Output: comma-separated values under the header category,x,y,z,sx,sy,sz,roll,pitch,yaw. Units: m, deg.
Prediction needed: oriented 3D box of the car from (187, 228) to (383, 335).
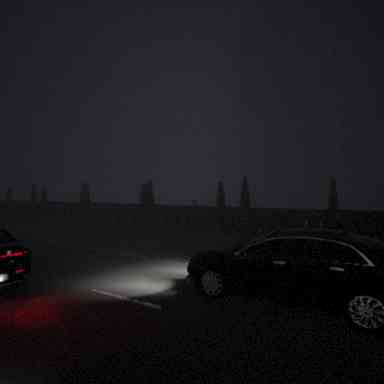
category,x,y,z,sx,sy,sz,roll,pitch,yaw
car,2.138,1.505,6.765,4.892,1.490,1.837,0,0,35

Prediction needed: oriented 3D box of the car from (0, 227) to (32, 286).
category,x,y,z,sx,sy,sz,roll,pitch,yaw
car,-5.870,1.508,8.179,4.892,1.490,1.837,0,0,35
